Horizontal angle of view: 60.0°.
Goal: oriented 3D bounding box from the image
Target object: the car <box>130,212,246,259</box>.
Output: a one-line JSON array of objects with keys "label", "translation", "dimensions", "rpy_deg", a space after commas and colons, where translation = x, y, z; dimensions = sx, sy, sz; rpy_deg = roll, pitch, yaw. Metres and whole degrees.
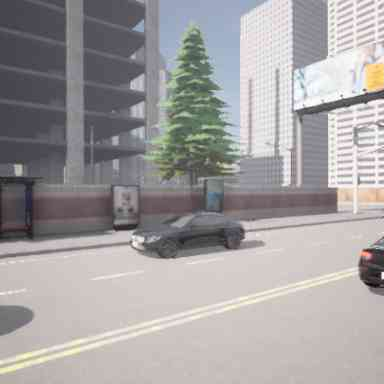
[{"label": "car", "translation": [0.003, 1.485, 12.517], "dimensions": [4.674, 1.442, 1.812], "rpy_deg": [0, 0, -35]}]

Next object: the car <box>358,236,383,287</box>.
[{"label": "car", "translation": [5.736, 1.474, 7.841], "dimensions": [4.674, 1.442, 1.812], "rpy_deg": [0, 0, -36]}]
